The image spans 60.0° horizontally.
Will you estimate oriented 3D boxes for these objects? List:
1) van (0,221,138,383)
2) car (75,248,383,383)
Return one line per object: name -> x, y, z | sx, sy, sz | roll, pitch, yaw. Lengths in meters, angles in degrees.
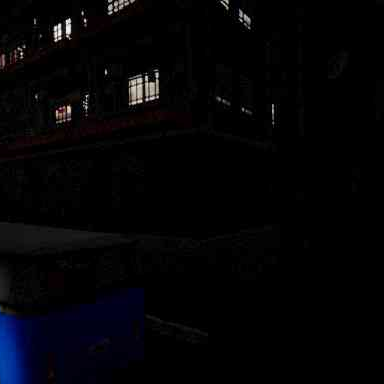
van -> -2.444, 1.343, 4.468 | 3.998, 1.788, 1.690 | 0, -1, 36
car -> 2.045, 1.315, 1.237 | 5.009, 1.841, 2.192 | 0, -1, 36
